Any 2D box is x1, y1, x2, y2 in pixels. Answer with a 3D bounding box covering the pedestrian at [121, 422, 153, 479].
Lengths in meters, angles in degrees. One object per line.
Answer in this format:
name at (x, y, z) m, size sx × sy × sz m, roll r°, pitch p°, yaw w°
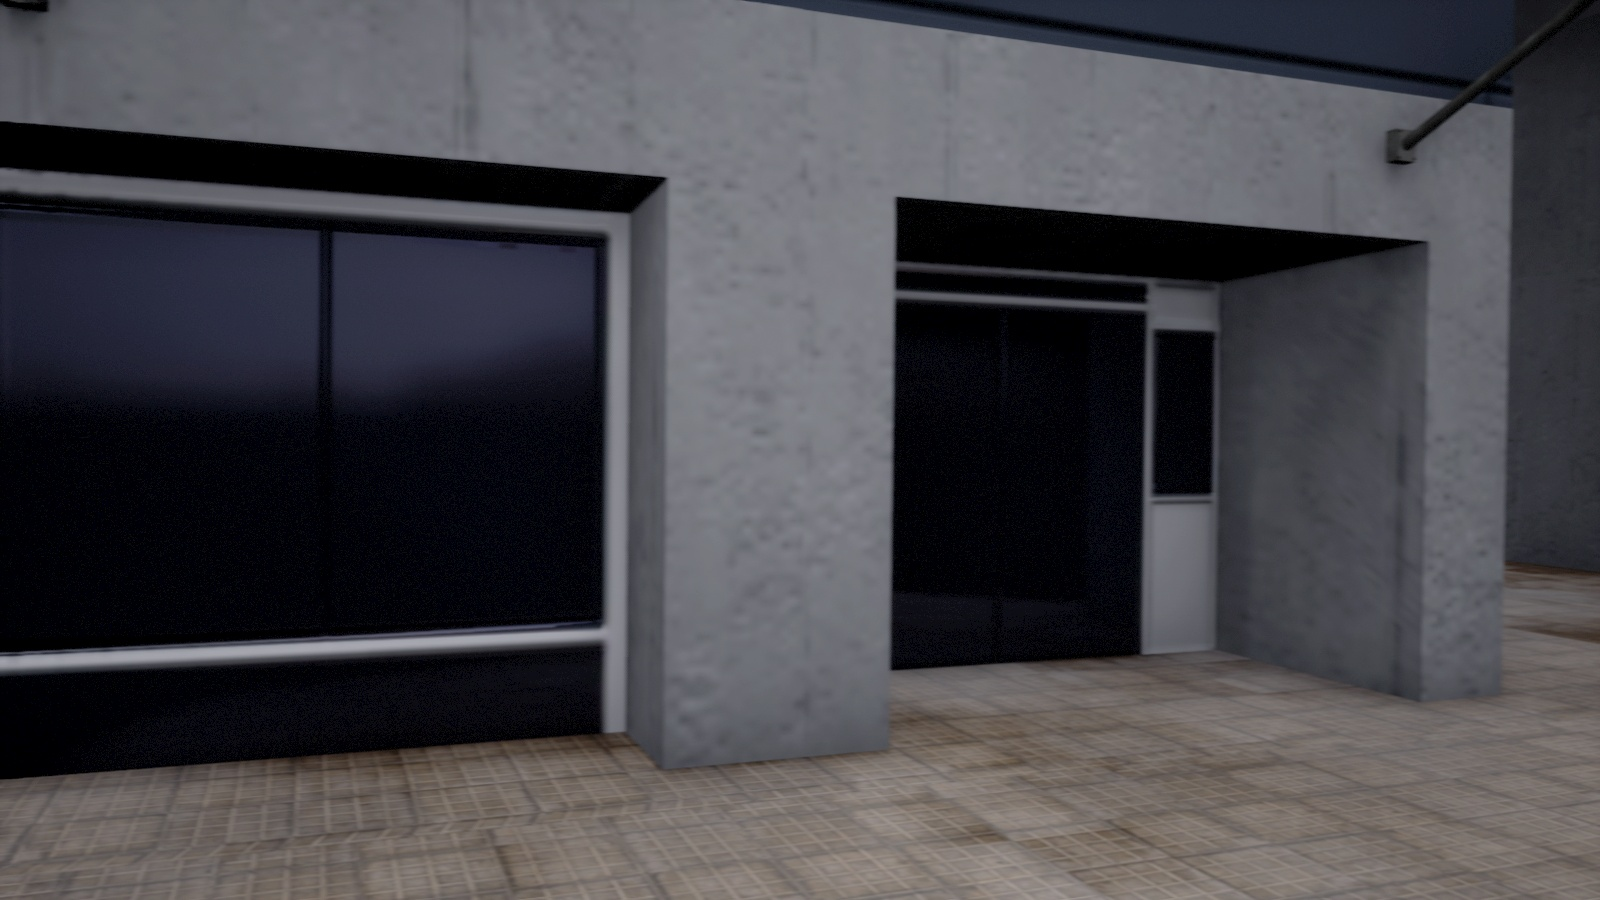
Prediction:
pedestrian at (-22.458, 0.009, 42.541) m, size 0.849 × 1.883 × 0.563 m, roll -1°, pitch 1°, yaw -20°
